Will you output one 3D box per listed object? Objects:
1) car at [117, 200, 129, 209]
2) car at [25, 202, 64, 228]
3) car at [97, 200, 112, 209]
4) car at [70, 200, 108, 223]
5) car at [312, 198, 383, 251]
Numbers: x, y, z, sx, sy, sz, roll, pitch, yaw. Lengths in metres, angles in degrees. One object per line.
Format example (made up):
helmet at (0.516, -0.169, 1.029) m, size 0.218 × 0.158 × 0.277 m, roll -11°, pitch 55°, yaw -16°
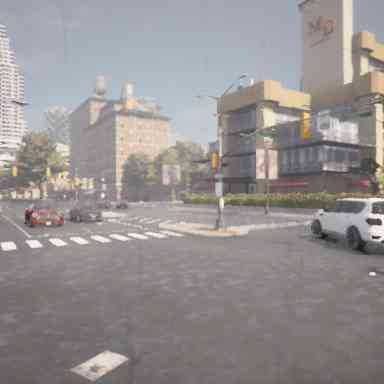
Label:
car at (-11.214, 1.999, 53.890) m, size 1.895 × 1.301 × 4.718 m, roll 0°, pitch 0°, yaw -11°
car at (-10.954, 1.566, 24.549) m, size 2.097 × 1.767 × 4.553 m, roll 0°, pitch 0°, yaw -32°
car at (-14.537, 1.947, 51.357) m, size 5.357 × 1.411 × 2.033 m, roll -1°, pitch 0°, yaw 42°
car at (-8.944, 1.729, 27.933) m, size 1.837 × 1.490 × 4.892 m, roll 0°, pitch 0°, yaw -32°
car at (7.297, 1.277, 14.631) m, size 2.150 × 2.045 × 5.566 m, roll 1°, pitch 0°, yaw -3°
